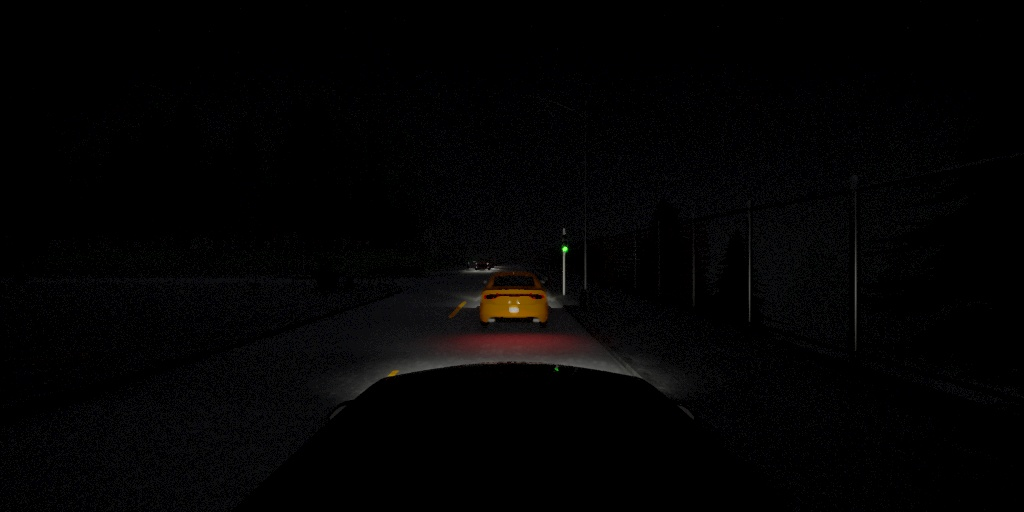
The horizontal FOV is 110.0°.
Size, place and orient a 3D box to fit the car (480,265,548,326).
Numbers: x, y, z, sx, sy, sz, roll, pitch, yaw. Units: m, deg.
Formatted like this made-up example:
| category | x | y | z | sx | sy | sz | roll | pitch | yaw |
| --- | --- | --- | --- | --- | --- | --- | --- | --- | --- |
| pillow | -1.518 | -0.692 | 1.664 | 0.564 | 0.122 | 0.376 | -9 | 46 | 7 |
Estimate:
| category | x | y | z | sx | sy | sz | roll | pitch | yaw |
| --- | --- | --- | --- | --- | --- | --- | --- | --- | --- |
| car | 0.062 | 1.231 | 11.673 | 1.882 | 1.535 | 5.008 | 0 | 0 | 0 |

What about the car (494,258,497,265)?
| category | x | y | z | sx | sy | sz | roll | pitch | yaw |
| --- | --- | --- | --- | --- | --- | --- | --- | --- | --- |
| car | -4.121 | 1.372 | 62.210 | 1.895 | 1.301 | 4.718 | 0 | 0 | 0 |

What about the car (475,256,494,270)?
| category | x | y | z | sx | sy | sz | roll | pitch | yaw |
| --- | --- | --- | --- | --- | --- | --- | --- | --- | --- |
| car | -4.133 | 1.119 | 51.933 | 2.097 | 1.767 | 4.553 | 0 | 0 | 0 |
